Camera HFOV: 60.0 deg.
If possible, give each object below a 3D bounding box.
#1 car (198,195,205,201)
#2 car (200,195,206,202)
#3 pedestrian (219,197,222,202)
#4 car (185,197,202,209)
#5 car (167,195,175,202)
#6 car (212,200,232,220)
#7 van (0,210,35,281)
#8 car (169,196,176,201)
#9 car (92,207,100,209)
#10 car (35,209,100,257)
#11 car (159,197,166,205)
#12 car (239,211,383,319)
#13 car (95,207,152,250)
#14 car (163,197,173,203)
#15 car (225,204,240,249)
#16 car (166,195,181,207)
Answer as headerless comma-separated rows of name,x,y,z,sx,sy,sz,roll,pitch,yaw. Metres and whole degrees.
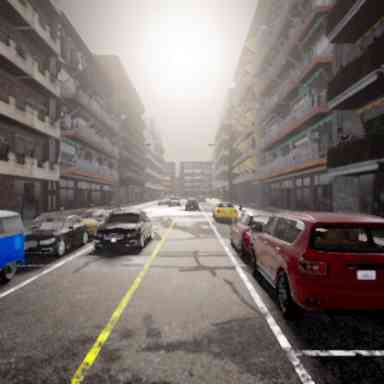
car,2.550,1.641,90.761,1.967,1.590,4.097,1,0,0
car,2.553,1.689,79.804,1.752,1.417,4.829,1,0,0
pedestrian,2.741,1.337,31.471,0.375,1.860,0.375,1,-1,0
car,0.027,1.677,46.301,1.895,1.301,4.718,0,0,0
car,-5.328,1.621,85.166,1.967,1.590,4.097,1,0,0
car,2.742,1.492,28.464,1.801,1.575,5.366,0,0,0
van,-5.301,1.341,7.268,1.690,1.788,3.998,1,0,0
car,-5.331,1.726,90.559,1.752,1.417,4.829,1,0,0
car,-5.308,1.541,18.226,1.752,1.417,4.829,1,0,0
car,-5.307,1.558,12.834,2.008,1.369,4.403,1,0,0
car,-5.322,1.641,62.740,1.752,1.417,4.829,1,0,0
car,2.578,1.315,7.307,2.192,1.841,5.009,1,0,0
car,-2.854,1.514,14.510,1.837,1.490,4.892,0,0,0
car,-5.326,1.712,74.037,1.947,1.339,4.313,1,0,0
car,2.575,1.448,12.871,1.967,1.590,4.097,1,0,0
car,-2.833,1.622,54.834,1.812,1.442,4.674,0,0,0
